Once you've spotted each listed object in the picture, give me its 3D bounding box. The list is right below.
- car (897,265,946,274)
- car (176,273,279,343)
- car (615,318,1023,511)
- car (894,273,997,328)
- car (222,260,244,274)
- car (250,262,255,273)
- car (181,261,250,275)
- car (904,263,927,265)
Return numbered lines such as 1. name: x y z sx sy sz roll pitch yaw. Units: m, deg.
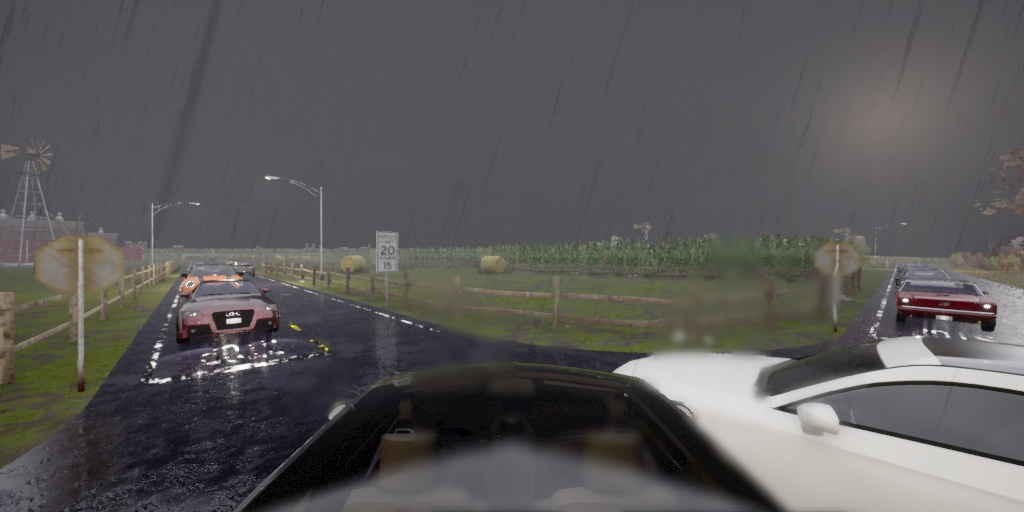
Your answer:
1. car: 20.627 1.357 17.940 5.357 1.411 2.033 0 1 -43
2. car: -7.923 1.353 9.953 1.994 1.385 4.181 0 0 -42
3. car: 2.842 1.294 2.347 1.812 1.442 4.674 0 1 -44
4. car: 13.538 1.394 11.389 4.718 1.301 1.895 0 1 -43
5. car: -33.625 1.292 43.170 1.837 1.490 4.892 0 0 -41
6. car: -26.918 1.273 35.700 2.128 1.511 4.902 0 0 -41
7. car: -13.688 1.136 16.447 2.097 1.767 4.553 0 0 -42
8. car: 27.393 1.392 24.182 4.181 1.385 1.994 0 1 -43
